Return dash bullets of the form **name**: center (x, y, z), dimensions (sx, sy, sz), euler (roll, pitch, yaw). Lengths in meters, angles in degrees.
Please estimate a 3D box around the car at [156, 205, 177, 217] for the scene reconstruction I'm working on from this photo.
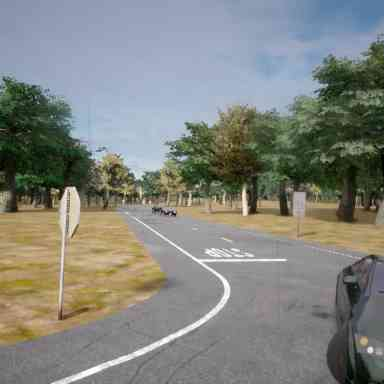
- **car**: center (-3.489, 2.851, 48.054), dimensions (1.895, 1.301, 4.718), euler (3, -2, -13)

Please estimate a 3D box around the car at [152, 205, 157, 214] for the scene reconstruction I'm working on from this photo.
- **car**: center (-5.751, 2.962, 56.899), dimensions (1.882, 1.535, 5.008), euler (3, -2, -14)

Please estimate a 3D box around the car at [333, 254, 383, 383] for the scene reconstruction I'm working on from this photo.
- **car**: center (3.130, 1.643, 4.656), dimensions (1.994, 1.385, 4.181), euler (1, -1, 22)
